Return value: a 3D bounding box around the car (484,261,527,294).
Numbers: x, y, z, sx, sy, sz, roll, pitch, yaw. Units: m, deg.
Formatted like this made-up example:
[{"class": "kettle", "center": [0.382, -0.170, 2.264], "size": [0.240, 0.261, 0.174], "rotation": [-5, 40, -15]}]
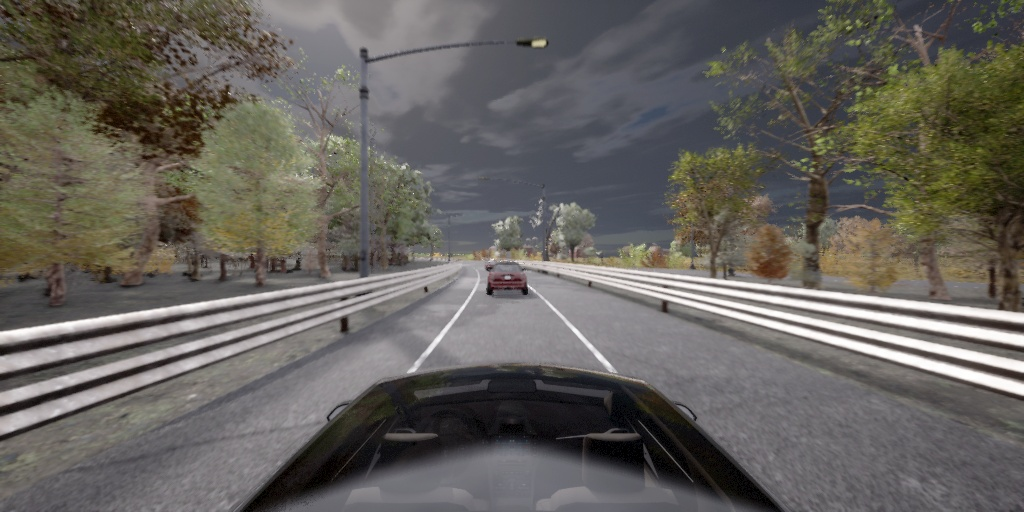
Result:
[{"class": "car", "center": [-0.336, 1.123, 20.447], "size": [2.097, 1.767, 4.553], "rotation": [0, 0, -3]}]
